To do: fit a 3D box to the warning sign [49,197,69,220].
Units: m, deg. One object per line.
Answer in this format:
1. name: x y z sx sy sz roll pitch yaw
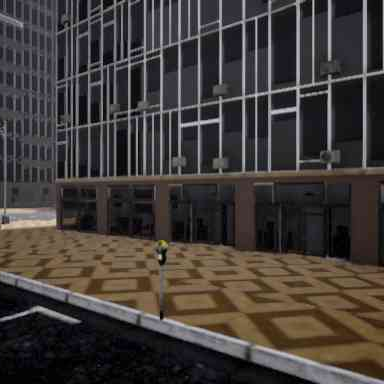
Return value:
1. warning sign: -11.649 1.429 29.083 1.300 1.860 1.060 1 1 33
